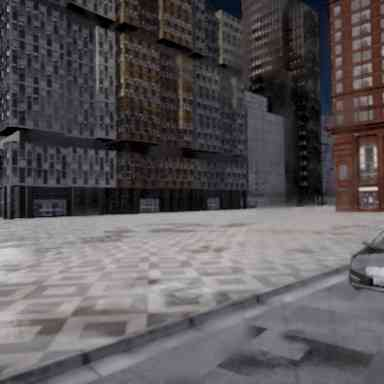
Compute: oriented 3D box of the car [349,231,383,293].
[{"bbox_3d":[5.832,1.666,8.728,4.902,1.511,2.128,1,-2,-43],"label":"car"}]
